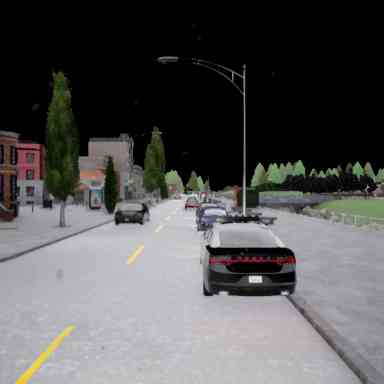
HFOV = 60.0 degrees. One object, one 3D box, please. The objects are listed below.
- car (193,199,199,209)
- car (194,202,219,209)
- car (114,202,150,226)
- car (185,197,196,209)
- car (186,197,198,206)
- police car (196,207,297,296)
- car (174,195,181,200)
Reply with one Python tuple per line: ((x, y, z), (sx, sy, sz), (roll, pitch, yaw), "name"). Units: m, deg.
((1.201, 1.505, 24.660), (1.837, 1.490, 4.892), (0, 0, 0), "car")
((1.202, 1.526, 18.660), (1.812, 1.442, 4.674), (0, 0, 0), "car")
((-4.099, 1.477, 23.421), (1.882, 1.535, 5.008), (0, 0, 0), "car")
((0.033, 1.564, 44.569), (1.994, 1.385, 4.181), (0, 0, 0), "car")
((0.004, 1.547, 56.870), (2.033, 1.411, 5.357), (0, 0, 0), "car")
((1.183, 1.425, 8.773), (1.930, 1.638, 5.238), (0, 0, 0), "police car")
((-3.993, 1.492, 92.332), (2.128, 1.511, 4.902), (0, 0, 0), "car")
